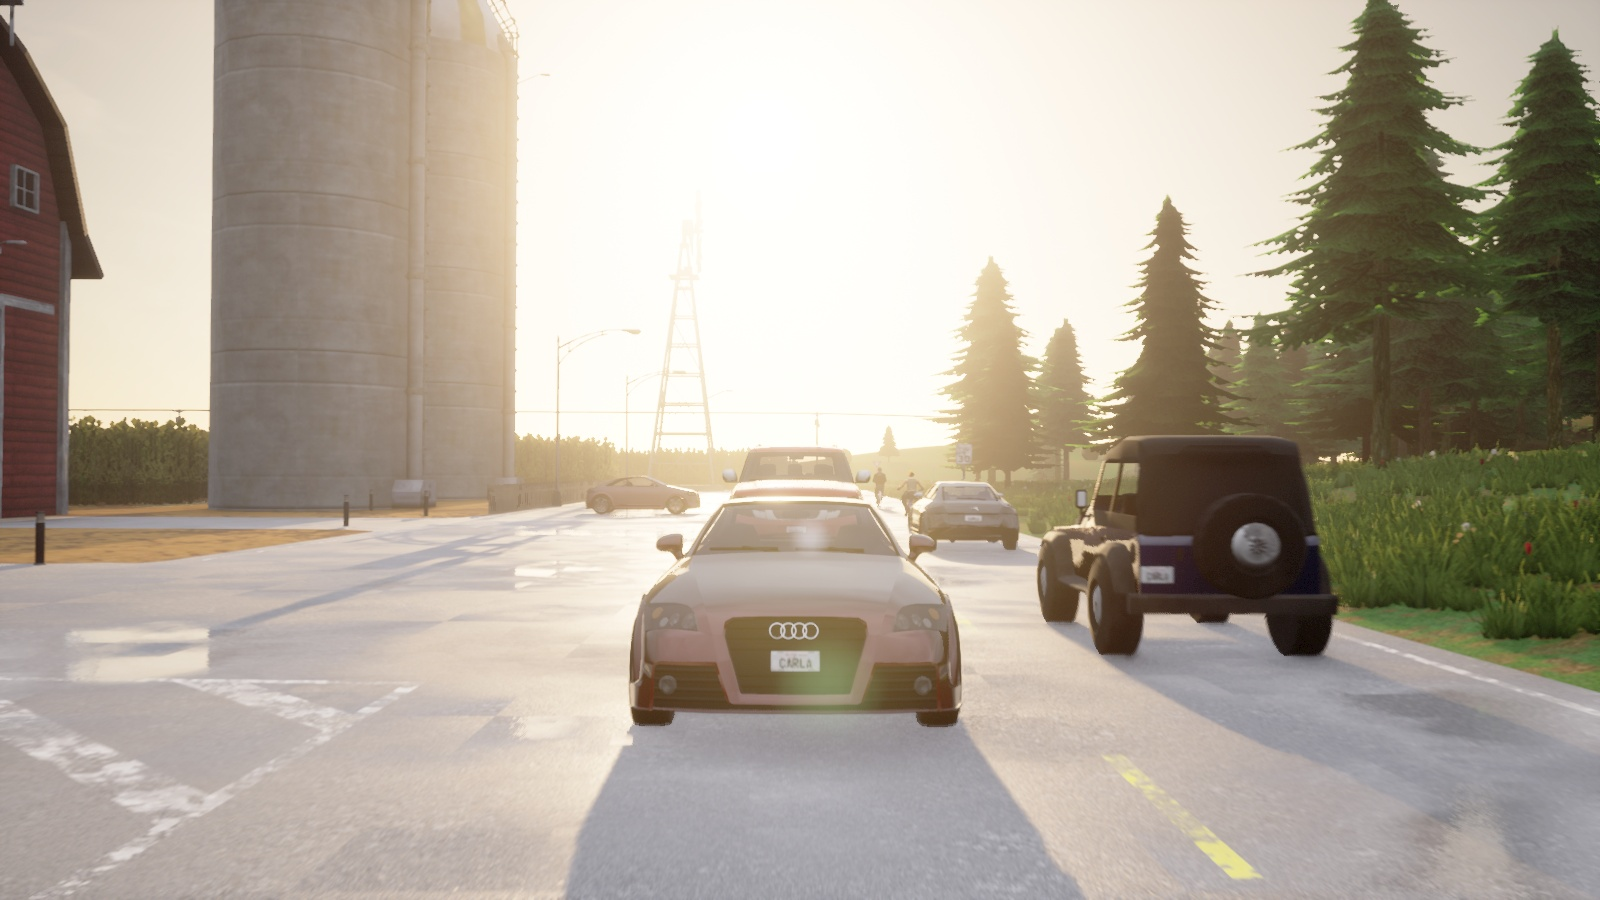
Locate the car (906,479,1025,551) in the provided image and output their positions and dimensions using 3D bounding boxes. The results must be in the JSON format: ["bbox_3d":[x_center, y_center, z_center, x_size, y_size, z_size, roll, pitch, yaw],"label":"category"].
[{"bbox_3d":[3.435,1.323,26.852,1.994,1.385,4.181,0,-1,0],"label":"car"}]

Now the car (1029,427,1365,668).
[{"bbox_3d":[3.470,0.798,11.790,1.905,1.878,3.866,0,-1,0],"label":"car"}]

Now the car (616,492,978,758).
[{"bbox_3d":[-0.021,1.032,9.029,1.994,1.385,4.181,0,-1,0],"label":"car"}]

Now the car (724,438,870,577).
[{"bbox_3d":[-0.054,0.898,21.339,2.150,2.045,5.566,0,-1,0],"label":"car"}]
